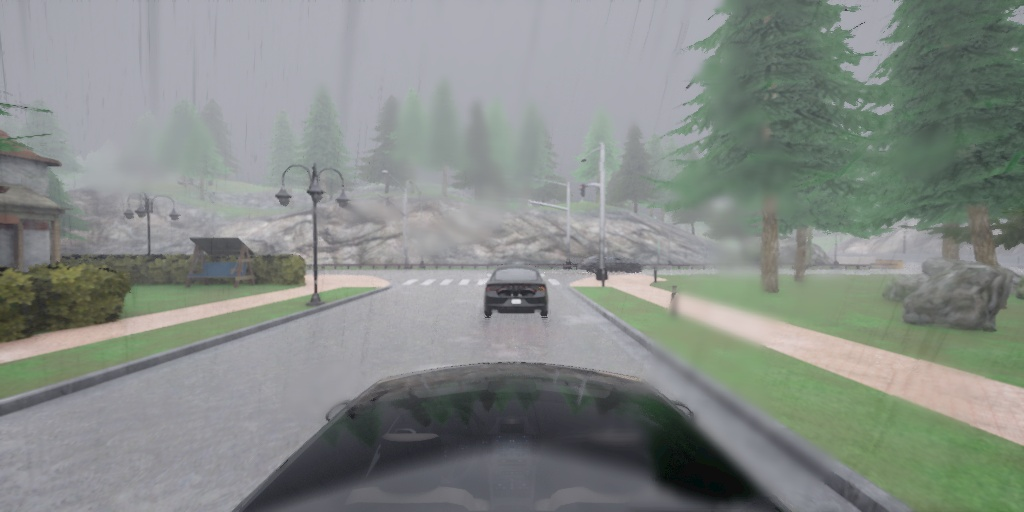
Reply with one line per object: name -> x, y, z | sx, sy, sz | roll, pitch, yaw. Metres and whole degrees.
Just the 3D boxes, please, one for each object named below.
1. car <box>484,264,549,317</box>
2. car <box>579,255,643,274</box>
car -> 0.132, 1.019, 12.139 | 1.882, 1.535, 5.008 | 0, 1, 0
car -> 7.409, 0.608, 26.992 | 4.674, 1.442, 1.812 | 0, 0, 1
